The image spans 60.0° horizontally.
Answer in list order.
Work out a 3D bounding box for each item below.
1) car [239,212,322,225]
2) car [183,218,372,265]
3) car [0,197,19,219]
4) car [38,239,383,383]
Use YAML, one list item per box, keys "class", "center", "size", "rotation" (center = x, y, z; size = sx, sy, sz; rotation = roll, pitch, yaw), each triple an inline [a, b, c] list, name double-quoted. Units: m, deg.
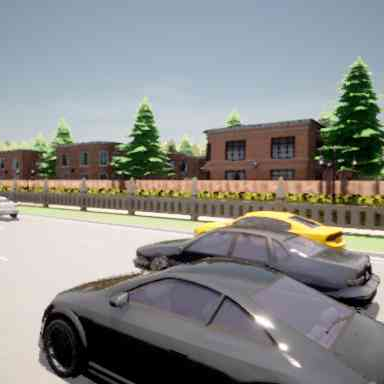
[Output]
- class: "car"
  center: [2.318, 1.382, 10.938]
  size: [5.008, 1.535, 1.882]
  rotation: [2, 1, 35]
- class: "car"
  center: [1.130, 1.474, 7.486]
  size: [5.357, 1.411, 2.033]
  rotation: [2, 1, 35]
- class: "car"
  center: [-13.292, 1.011, 22.062]
  size: [4.674, 1.442, 1.812]
  rotation: [1, 1, 35]
- class: "car"
  center: [0.062, 1.517, 3.949]
  size: [4.181, 1.385, 1.994]
  rotation: [2, 1, 35]
